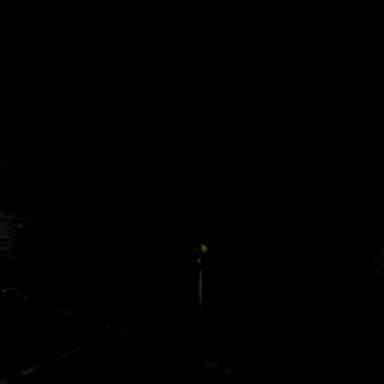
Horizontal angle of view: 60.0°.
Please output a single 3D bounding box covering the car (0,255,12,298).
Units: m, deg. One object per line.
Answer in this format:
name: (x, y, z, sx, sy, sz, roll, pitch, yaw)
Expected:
car: (-5.518, 1.538, 7.071, 4.403, 1.369, 2.008, 0, 0, 36)
